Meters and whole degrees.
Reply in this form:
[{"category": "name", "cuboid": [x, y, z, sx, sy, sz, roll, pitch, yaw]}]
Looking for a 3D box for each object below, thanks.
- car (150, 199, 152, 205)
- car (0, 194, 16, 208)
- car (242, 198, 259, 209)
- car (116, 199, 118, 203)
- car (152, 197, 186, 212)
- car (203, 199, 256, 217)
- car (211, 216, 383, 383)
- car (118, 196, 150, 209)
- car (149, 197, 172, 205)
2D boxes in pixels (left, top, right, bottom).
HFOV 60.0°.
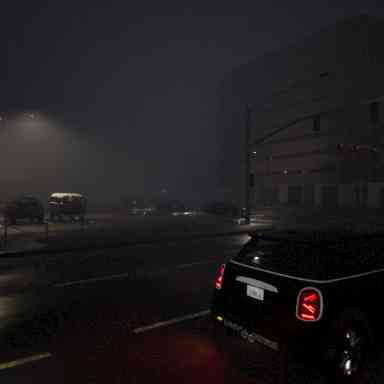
[{"category": "car", "cuboid": [-8.927, 1.581, 60.840, 1.812, 1.442, 4.674, 0, 0, -36]}, {"category": "car", "cuboid": [-31.741, 1.209, 56.446, 1.932, 1.855, 4.605, 0, 0, -35]}, {"category": "car", "cuboid": [6.882, 1.581, 44.577, 1.812, 1.442, 4.674, 0, 0, -35]}, {"category": "car", "cuboid": [-13.980, 1.619, 67.962, 1.994, 1.385, 4.181, 0, 0, -35]}, {"category": "car", "cuboid": [-2.549, 1.581, 39.444, 1.812, 1.442, 4.674, 0, 0, -36]}, {"category": "car", "cuboid": [3.143, 1.603, 31.410, 2.033, 1.411, 5.357, 0, 0, -35]}, {"category": "car", "cuboid": [2.574, 1.352, 5.637, 4.553, 1.767, 2.097, 0, 0, -35]}, {"category": "car", "cuboid": [-8.309, 1.407, 47.560, 2.097, 1.767, 4.553, 0, 0, -35]}, {"category": "car", "cuboid": [-6.004, 1.603, 62.773, 2.033, 1.411, 5.357, 0, 0, -35]}]
